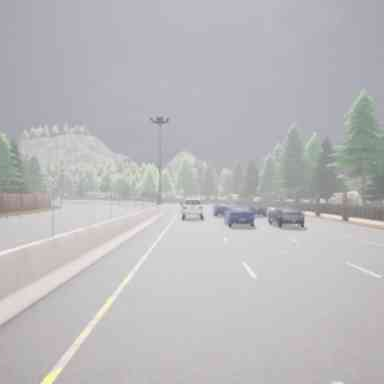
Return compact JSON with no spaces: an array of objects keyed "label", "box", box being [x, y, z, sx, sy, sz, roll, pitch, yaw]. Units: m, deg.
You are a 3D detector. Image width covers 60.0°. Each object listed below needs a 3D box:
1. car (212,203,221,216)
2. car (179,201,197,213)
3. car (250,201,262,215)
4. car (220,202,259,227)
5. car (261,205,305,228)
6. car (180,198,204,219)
[{"label":"car","box":[3.416,1.993,38.829,1.882,1.535,5.008,0,-1,-2]},{"label":"car","box":[-0.607,2.116,46.973,2.128,1.511,4.902,0,-1,-6]},{"label":"car","box":[6.935,1.856,37.979,2.097,1.767,4.553,0,-1,-1]},{"label":"car","box":[3.591,1.823,25.920,1.882,1.535,5.008,0,-1,0]},{"label":"car","box":[7.063,1.830,25.317,2.128,1.511,4.902,0,-1,0]},{"label":"car","box":[0.060,1.675,34.092,2.150,2.045,5.566,0,-1,0]}]
